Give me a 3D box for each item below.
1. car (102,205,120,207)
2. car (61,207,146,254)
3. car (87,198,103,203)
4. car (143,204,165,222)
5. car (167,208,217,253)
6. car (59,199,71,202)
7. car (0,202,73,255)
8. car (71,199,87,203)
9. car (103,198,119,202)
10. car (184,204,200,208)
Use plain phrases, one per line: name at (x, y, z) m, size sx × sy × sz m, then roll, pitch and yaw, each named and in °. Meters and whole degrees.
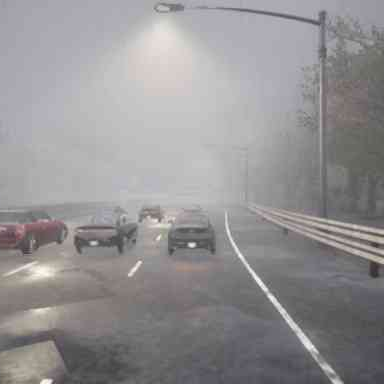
car at (-6.999, 1.844, 28.980) m, size 2.033 × 1.411 × 5.357 m, roll 0°, pitch -1°, yaw 0°
car at (-3.496, 1.636, 14.286) m, size 2.128 × 1.511 × 4.902 m, roll 0°, pitch 0°, yaw 0°
car at (-21.002, 2.159, 73.939) m, size 2.097 × 1.767 × 4.553 m, roll 0°, pitch -1°, yaw 0°
car at (-3.496, 1.807, 29.302) m, size 1.837 × 1.490 × 4.892 m, roll 0°, pitch 0°, yaw 0°
car at (0.004, 1.651, 14.291) m, size 1.837 × 1.490 × 4.892 m, roll 0°, pitch 0°, yaw 0°
car at (-28.002, 2.282, 73.908) m, size 1.882 × 1.535 × 5.008 m, roll 0°, pitch -1°, yaw 0°
car at (-6.998, 1.491, 14.065) m, size 2.097 × 1.767 × 4.553 m, roll 0°, pitch -1°, yaw 0°
car at (-24.502, 2.304, 73.907) m, size 1.837 × 1.490 × 4.892 m, roll 0°, pitch -1°, yaw 0°
car at (-17.502, 2.159, 73.939) m, size 2.097 × 1.767 × 4.553 m, roll 0°, pitch -1°, yaw 0°
car at (0.005, 1.826, 29.366) m, size 1.812 × 1.442 × 4.674 m, roll 0°, pitch 0°, yaw 0°
